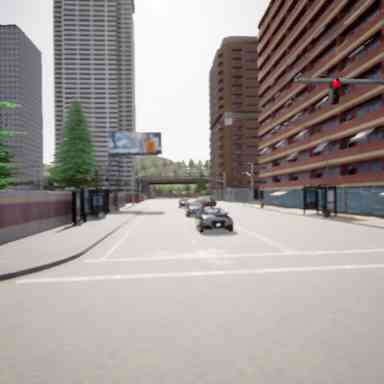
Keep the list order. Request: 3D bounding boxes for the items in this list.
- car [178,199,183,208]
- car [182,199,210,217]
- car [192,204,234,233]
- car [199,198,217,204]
[{"bbox_3d":[-1.196,1.854,54.545,1.837,1.490,4.892,-1,-1,-4],"label":"car"},{"bbox_3d":[0.343,1.727,33.763,1.812,1.442,4.674,-1,0,-5],"label":"car"},{"bbox_3d":[1.343,1.674,20.755,1.994,1.385,4.181,-1,0,-4],"label":"car"},{"bbox_3d":[2.660,1.737,50.829,1.882,1.535,5.008,-1,0,-4],"label":"car"}]
